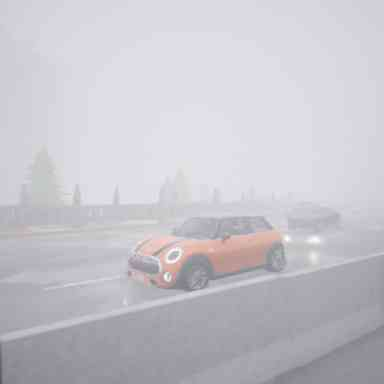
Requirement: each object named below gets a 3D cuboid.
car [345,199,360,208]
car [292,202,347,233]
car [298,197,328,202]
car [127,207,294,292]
[{"bbox_3d":[27.453,1.954,57.016,1.994,1.385,4.181,0,-1,16],"label":"car"},{"bbox_3d":[7.793,1.599,20.921,1.882,1.535,5.008,0,0,41],"label":"car"},{"bbox_3d":[9.970,1.537,29.132,2.097,1.767,4.553,0,-1,36],"label":"car"},{"bbox_3d":[0.522,1.398,9.112,4.553,1.767,2.097,0,-1,-40],"label":"car"}]
